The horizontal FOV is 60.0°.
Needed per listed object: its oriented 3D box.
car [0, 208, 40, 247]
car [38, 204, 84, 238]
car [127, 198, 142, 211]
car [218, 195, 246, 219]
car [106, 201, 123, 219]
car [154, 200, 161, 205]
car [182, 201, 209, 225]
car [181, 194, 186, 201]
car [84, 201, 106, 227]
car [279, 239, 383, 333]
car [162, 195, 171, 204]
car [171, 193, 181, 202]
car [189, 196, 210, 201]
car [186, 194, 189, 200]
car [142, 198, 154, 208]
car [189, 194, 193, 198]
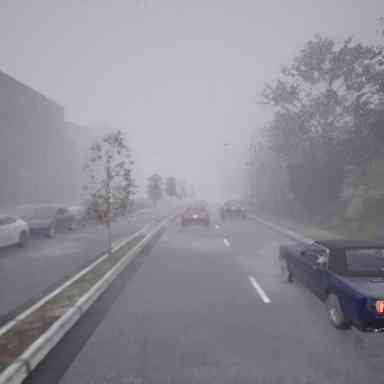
[{"bbox_3d":[-7.981,1.563,12.709,2.002,1.452,4.674,0,0,0],"label":"car"},{"bbox_3d":[-7.956,1.565,18.225,2.163,1.488,4.792,0,0,0],"label":"car"},{"bbox_3d":[-7.860,1.559,40.345,2.097,1.535,5.008,0,0,1],"label":"car"},{"bbox_3d":[3.612,1.441,30.319,2.097,1.767,4.553,0,0,2],"label":"car"},{"bbox_3d":[-7.909,1.553,29.353,2.231,1.521,4.892,0,0,0],"label":"car"},{"bbox_3d":[-7.231,1.545,56.971,1.946,1.575,5.366,0,0,4],"label":"car"},{"bbox_3d":[0.279,1.639,24.832,1.994,1.385,4.181,0,0,1],"label":"car"},{"bbox_3d":[-4.007,1.251,84.664,2.435,2.045,5.566,0,0,10],"label":"car"},{"bbox_3d":[-7.933,1.586,23.802,2.002,1.452,4.674,0,0,0],"label":"car"},{"bbox_3d":[3.241,1.627,6.853,1.895,1.301,4.718,0,0,0],"label":"car"},{"bbox_3d":[-6.282,1.531,67.948,1.946,1.575,5.366,0,0,7],"label":"car"},{"bbox_3d":[-4.879,1.518,79.186,2.231,1.521,4.892,0,0,9],"label":"car"},{"bbox_3d":[1.060,1.644,42.027,2.033,1.411,5.357,0,0,4],"label":"car"},{"bbox_3d":[-3.086,1.481,89.997,1.946,1.575,5.366,0,0,11],"label":"car"},{"bbox_3d":[-7.630,1.585,49.941,2.163,1.488,4.792,0,0,3],"label":"car"},{"bbox_3d":[-2.032,1.457,95.461,1.946,1.575,5.366,0,0,12],"label":"car"}]
